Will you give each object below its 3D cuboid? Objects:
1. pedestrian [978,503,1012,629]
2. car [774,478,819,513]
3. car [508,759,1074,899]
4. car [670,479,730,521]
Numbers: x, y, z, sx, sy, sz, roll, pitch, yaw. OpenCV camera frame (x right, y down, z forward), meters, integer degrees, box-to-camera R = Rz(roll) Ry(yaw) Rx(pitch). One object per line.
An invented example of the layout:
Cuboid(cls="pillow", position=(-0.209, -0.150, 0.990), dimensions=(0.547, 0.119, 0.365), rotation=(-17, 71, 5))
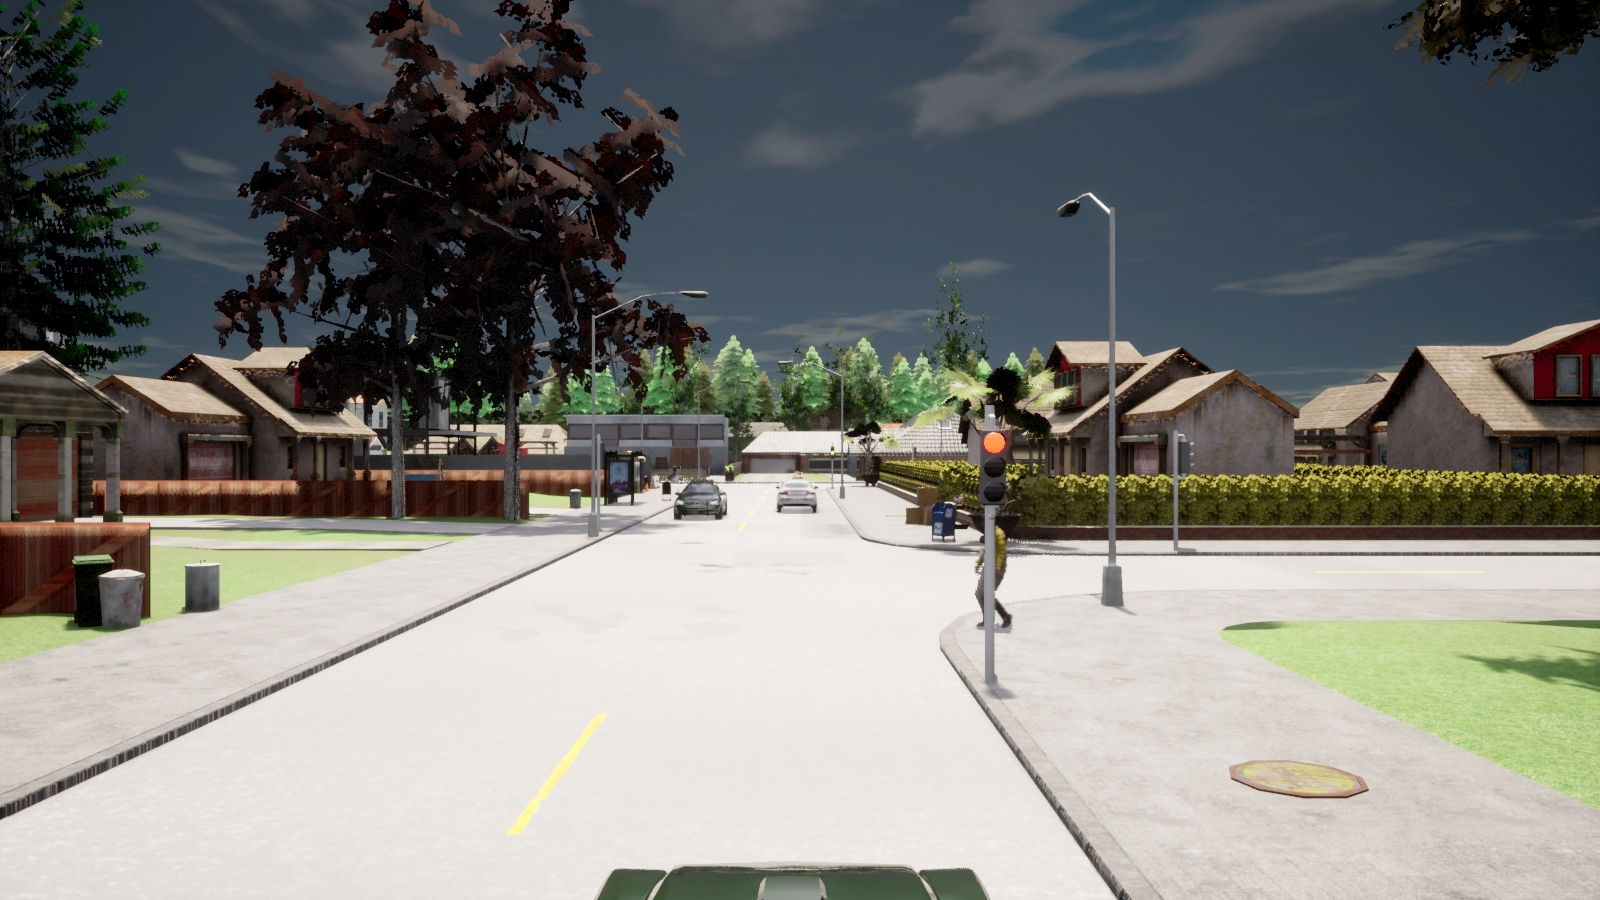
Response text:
Cuboid(cls="pedestrian", position=(2.947, 1.743, 17.276), dimensions=(0.375, 1.860, 0.375), rotation=(0, 0, -21))
Cuboid(cls="car", position=(-0.143, 2.082, 53.264), dimensions=(2.002, 1.442, 4.674), rotation=(0, 0, 0))
Cuboid(cls="car", position=(-0.028, 2.155, 3.193), dimensions=(1.895, 1.301, 4.718), rotation=(0, 0, 0))
Cuboid(cls="car", position=(-4.107, 2.038, 47.608), dimensions=(2.038, 1.542, 4.974), rotation=(0, 0, 0))
